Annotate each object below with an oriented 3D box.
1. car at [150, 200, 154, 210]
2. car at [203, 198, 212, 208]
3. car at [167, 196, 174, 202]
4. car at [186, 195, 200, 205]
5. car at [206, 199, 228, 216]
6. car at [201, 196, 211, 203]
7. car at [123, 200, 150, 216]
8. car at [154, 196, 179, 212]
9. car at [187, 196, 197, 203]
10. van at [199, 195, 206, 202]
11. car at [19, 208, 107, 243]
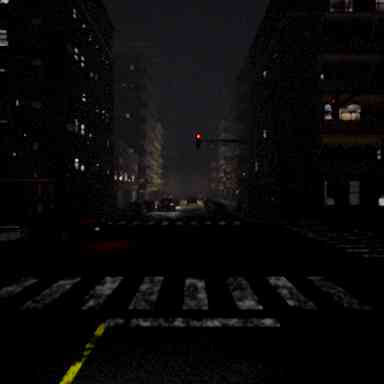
[{"bbox_3d":[-5.696,1.698,44.516,1.947,1.339,4.313,0,0,0],"label":"car"},{"bbox_3d":[2.685,1.680,38.980,1.947,1.339,4.313,0,0,0],"label":"car"},{"bbox_3d":[-5.695,1.812,88.534,1.752,1.417,4.829,0,0,0],"label":"car"},{"bbox_3d":[0.001,1.551,64.515,2.097,1.767,4.553,0,0,0],"label":"car"},{"bbox_3d":[2.685,1.678,33.457,1.802,1.307,4.206,0,0,0],"label":"car"},{"bbox_3d":[2.685,1.695,50.027,1.887,1.381,4.507,0,0,0],"label":"car"},{"bbox_3d":[-5.696,1.662,33.469,1.947,1.339,4.313,0,0,0],"label":"car"},{"bbox_3d":[-3.091,1.472,40.890,2.097,1.767,4.553,0,0,0],"label":"car"},{"bbox_3d":[0.003,1.614,72.919,1.994,1.385,4.181,0,0,0],"label":"car"},{"bbox_3d":[2.684,1.628,88.692,1.690,1.788,3.998,-1,0,0],"label":"van"},{"bbox_3d":[-6.396,1.532,16.313,5.008,1.535,1.882,-1,-1,32],"label":"car"}]
